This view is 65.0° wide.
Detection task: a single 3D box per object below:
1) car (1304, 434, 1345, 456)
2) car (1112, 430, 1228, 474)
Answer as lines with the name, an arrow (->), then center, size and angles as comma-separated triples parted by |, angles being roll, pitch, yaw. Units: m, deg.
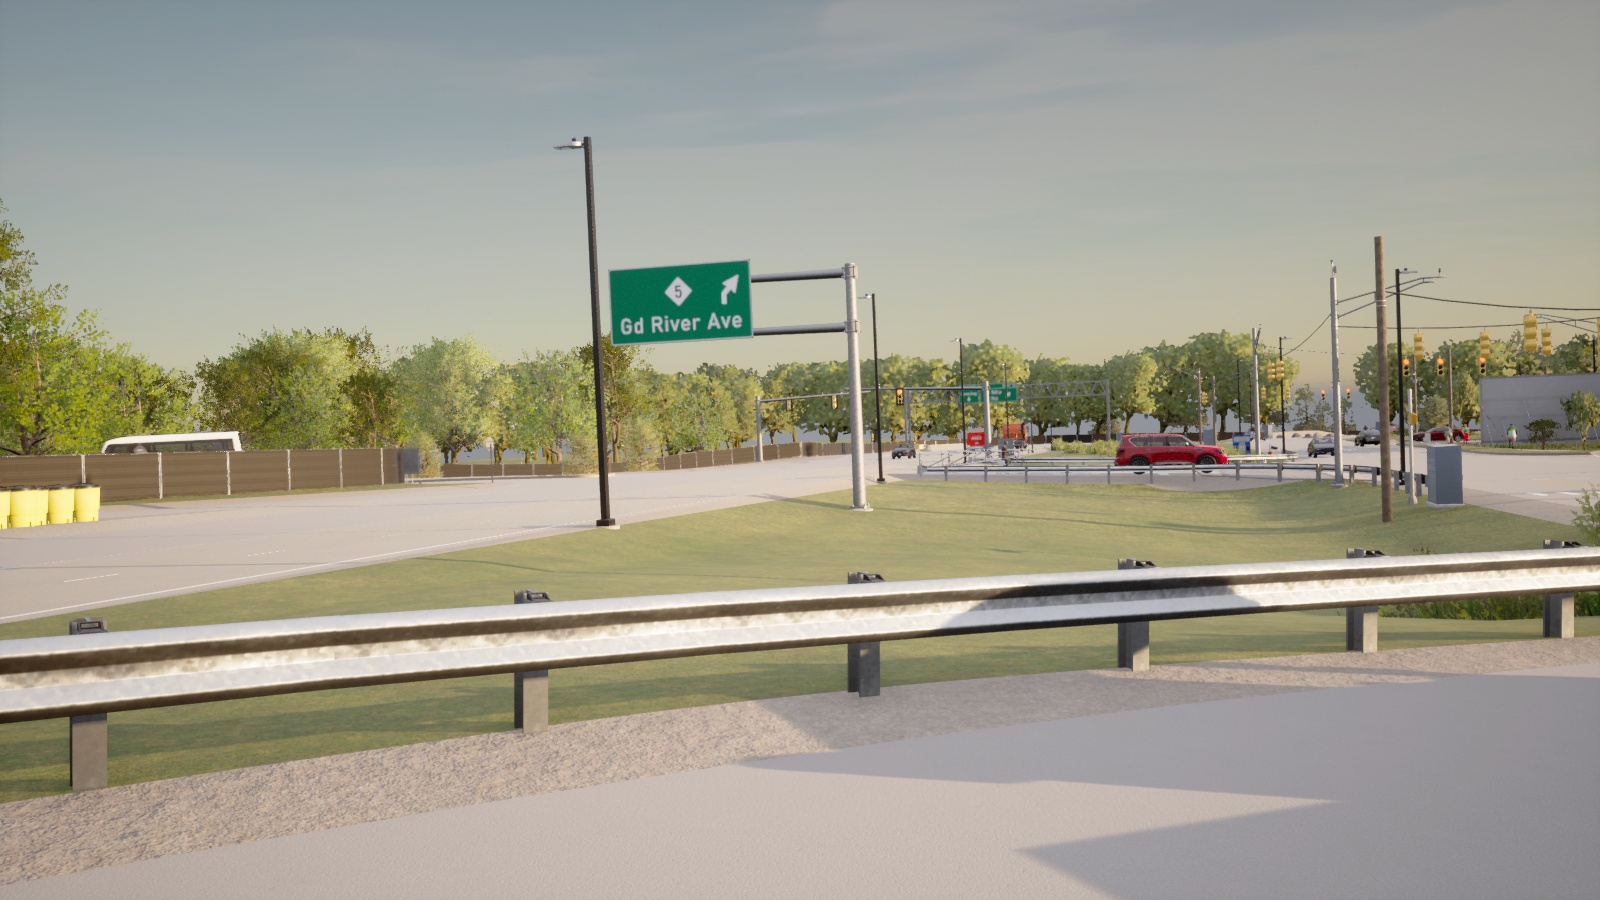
car -> 37.882, -0.355, 90.862 | 2.033, 1.411, 5.357 | -2, 1, 16
car -> 18.902, 0.090, 64.235 | 5.566, 2.045, 2.150 | -2, 0, 17
